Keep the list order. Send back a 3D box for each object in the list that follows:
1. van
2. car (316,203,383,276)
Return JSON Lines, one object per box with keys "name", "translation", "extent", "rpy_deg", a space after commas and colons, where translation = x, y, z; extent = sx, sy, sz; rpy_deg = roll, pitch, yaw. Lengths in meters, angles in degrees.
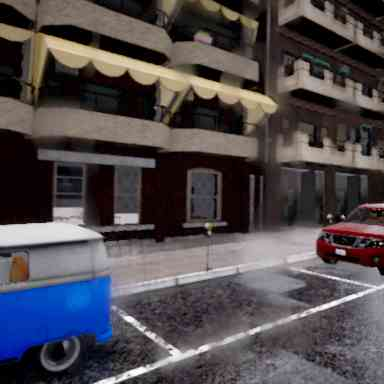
{"name": "van", "translation": [-2.961, 1.342, 3.958], "extent": [3.998, 1.788, 1.690], "rpy_deg": [0, 2, -35]}
{"name": "car", "translation": [6.046, 1.291, 10.377], "extent": [5.009, 1.841, 2.192], "rpy_deg": [0, 2, -35]}
